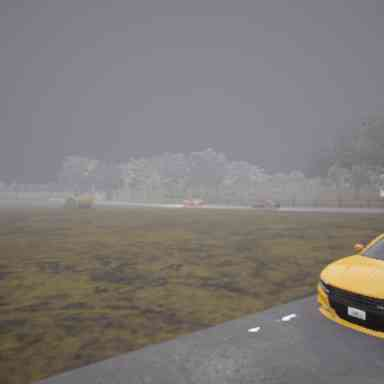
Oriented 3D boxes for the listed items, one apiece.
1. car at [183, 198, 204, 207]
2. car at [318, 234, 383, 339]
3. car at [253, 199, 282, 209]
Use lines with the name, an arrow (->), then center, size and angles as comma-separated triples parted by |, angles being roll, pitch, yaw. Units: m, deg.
car -> 0.267, 1.937, 63.317 | 2.097, 1.767, 4.553 | -2, 0, -35
car -> 4.369, 1.416, 6.145 | 5.008, 1.535, 1.882 | -1, 0, -35
car -> 10.864, 1.738, 47.986 | 1.994, 1.385, 4.181 | -2, 0, -35
